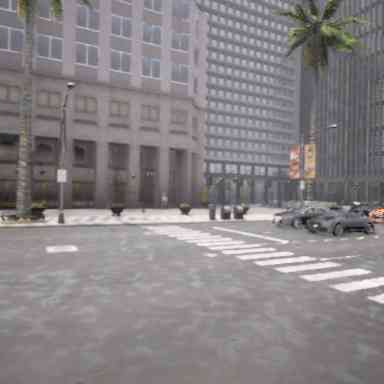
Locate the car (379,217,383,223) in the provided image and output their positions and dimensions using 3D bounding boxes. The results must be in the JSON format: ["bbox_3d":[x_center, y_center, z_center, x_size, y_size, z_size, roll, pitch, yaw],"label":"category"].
[{"bbox_3d":[9.067,1.731,11.831,4.674,1.442,1.812,1,0,-28],"label":"car"}]

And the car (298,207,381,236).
[{"bbox_3d":[8.760,1.773,19.730,4.181,1.385,1.994,1,0,-27],"label":"car"}]

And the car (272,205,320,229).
[{"bbox_3d":[7.826,1.685,23.179,4.902,1.511,2.128,1,0,-27],"label":"car"}]

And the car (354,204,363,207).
[{"bbox_3d":[15.898,1.886,30.708,4.786,1.482,2.161,1,0,-27],"label":"car"}]

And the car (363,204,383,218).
[{"bbox_3d":[16.928,1.743,27.761,4.553,1.767,2.097,1,0,-27],"label":"car"}]
